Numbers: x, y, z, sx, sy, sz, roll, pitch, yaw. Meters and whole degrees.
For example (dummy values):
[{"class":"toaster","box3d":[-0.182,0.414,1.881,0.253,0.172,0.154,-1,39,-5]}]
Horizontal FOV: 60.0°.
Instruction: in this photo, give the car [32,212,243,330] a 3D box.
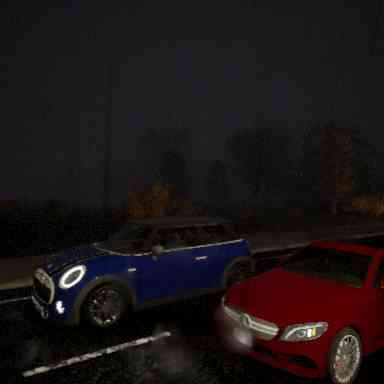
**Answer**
[{"class":"car","box3d":[-0.828,1.357,7.040,4.553,1.767,2.097,0,0,-35]}]

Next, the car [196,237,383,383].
[{"class":"car","box3d":[2.533,1.535,5.435,4.674,1.442,1.812,0,0,-35]}]
